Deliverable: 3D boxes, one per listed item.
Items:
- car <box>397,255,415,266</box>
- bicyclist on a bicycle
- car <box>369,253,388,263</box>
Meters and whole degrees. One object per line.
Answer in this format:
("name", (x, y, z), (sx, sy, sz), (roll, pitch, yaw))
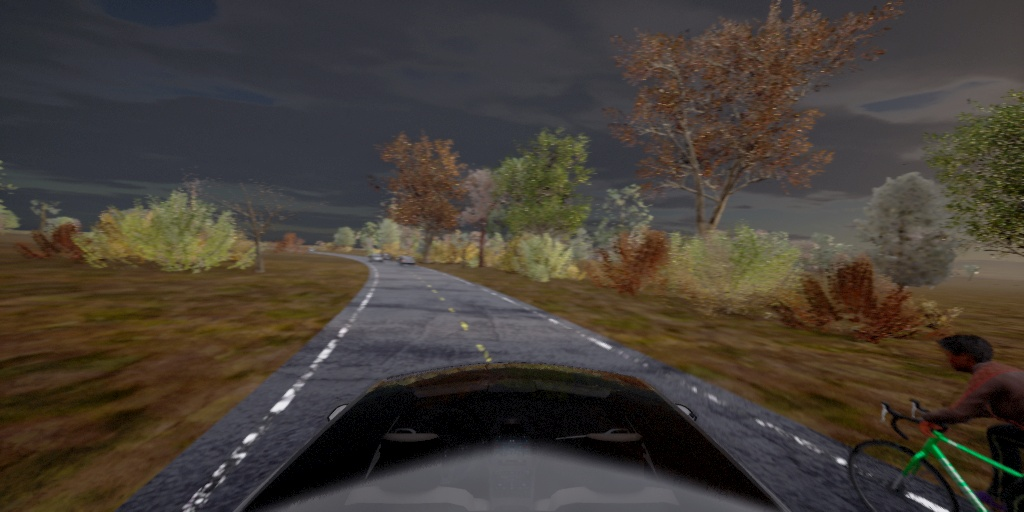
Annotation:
("car", (-14.574, 0.638, 49.153), (2.033, 1.411, 5.357), (3, 0, -25))
("bicyclist on a bicycle", (3.193, 1.377, 2.370), (0.582, 1.620, 1.656), (3, 0, -15))
("car", (-20.625, 0.273, 54.454), (2.128, 1.511, 4.902), (3, 0, -26))
